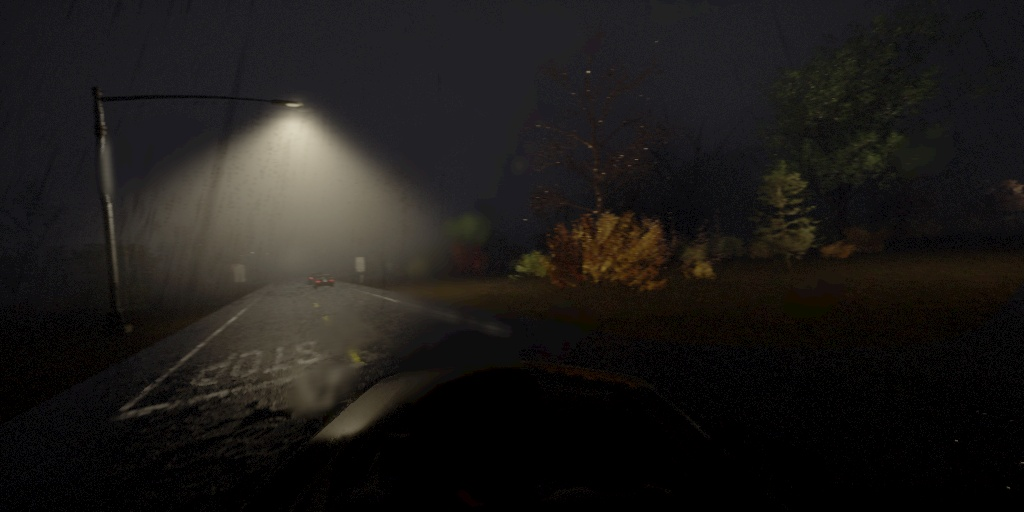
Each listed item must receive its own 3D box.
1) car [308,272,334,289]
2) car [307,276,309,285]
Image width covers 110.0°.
[{"bbox_3d":[-20.391,2.707,38.739,2.033,1.411,5.357,-5,0,-31],"label":"car"},{"bbox_3d":[-26.200,2.938,48.184,2.097,1.767,4.553,-5,0,-31],"label":"car"}]
